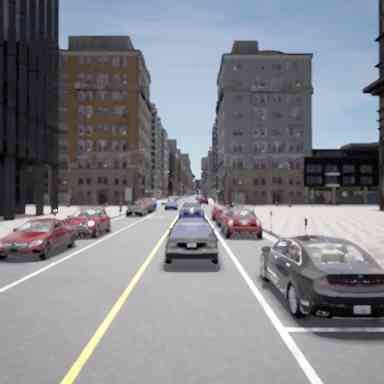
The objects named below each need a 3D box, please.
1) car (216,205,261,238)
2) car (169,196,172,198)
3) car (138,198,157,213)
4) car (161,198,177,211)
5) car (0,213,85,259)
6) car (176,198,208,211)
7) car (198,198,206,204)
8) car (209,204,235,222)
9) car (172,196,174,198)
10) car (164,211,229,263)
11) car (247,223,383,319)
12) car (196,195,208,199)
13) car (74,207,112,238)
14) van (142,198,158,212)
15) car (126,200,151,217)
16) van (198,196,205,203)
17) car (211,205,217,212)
[{"bbox_3d":[2.649,1.619,18.661,1.967,1.590,4.097,0,-1,0],"label":"car"},{"bbox_3d":[-5.929,2.140,73.722,1.752,1.417,4.829,0,0,0],"label":"car"},{"bbox_3d":[-5.899,1.697,41.237,2.192,1.841,5.009,0,-1,0],"label":"car"},{"bbox_3d":[-3.060,2.000,49.515,2.033,1.411,5.357,0,0,0],"label":"car"},{"bbox_3d":[-5.871,1.709,13.035,1.802,1.307,4.206,0,-1,0],"label":"car"},{"bbox_3d":[-0.011,1.618,28.424,2.097,1.767,4.553,0,-1,0],"label":"car"},{"bbox_3d":[2.585,2.233,85.185,1.887,1.381,4.507,0,0,0],"label":"car"},{"bbox_3d":[2.638,1.825,29.939,1.887,1.381,4.507,0,-1,0],"label":"car"},{"bbox_3d":[-5.935,2.218,79.547,1.947,1.339,4.313,0,0,0],"label":"car"},{"bbox_3d":[-0.005,1.670,12.526,2.033,1.411,5.357,0,-1,0],"label":"car"},{"bbox_3d":[2.660,1.625,7.382,2.008,1.369,4.403,0,-1,0],"label":"car"},{"bbox_3d":[2.597,1.931,73.874,2.192,1.841,5.009,0,0,0],"label":"car"},{"bbox_3d":[-5.877,1.618,18.678,1.967,1.590,4.097,0,-1,0],"label":"car"},{"bbox_3d":[-5.904,1.772,46.878,1.690,1.788,3.998,0,-1,0],"label":"van"},{"bbox_3d":[-5.893,1.897,35.595,1.947,1.339,4.313,0,-1,0],"label":"car"},{"bbox_3d":[2.580,2.065,90.844,1.690,1.788,3.998,0,0,0],"label":"van"},{"bbox_3d":[2.644,1.812,24.299,1.802,1.307,4.206,0,-1,0],"label":"car"}]
